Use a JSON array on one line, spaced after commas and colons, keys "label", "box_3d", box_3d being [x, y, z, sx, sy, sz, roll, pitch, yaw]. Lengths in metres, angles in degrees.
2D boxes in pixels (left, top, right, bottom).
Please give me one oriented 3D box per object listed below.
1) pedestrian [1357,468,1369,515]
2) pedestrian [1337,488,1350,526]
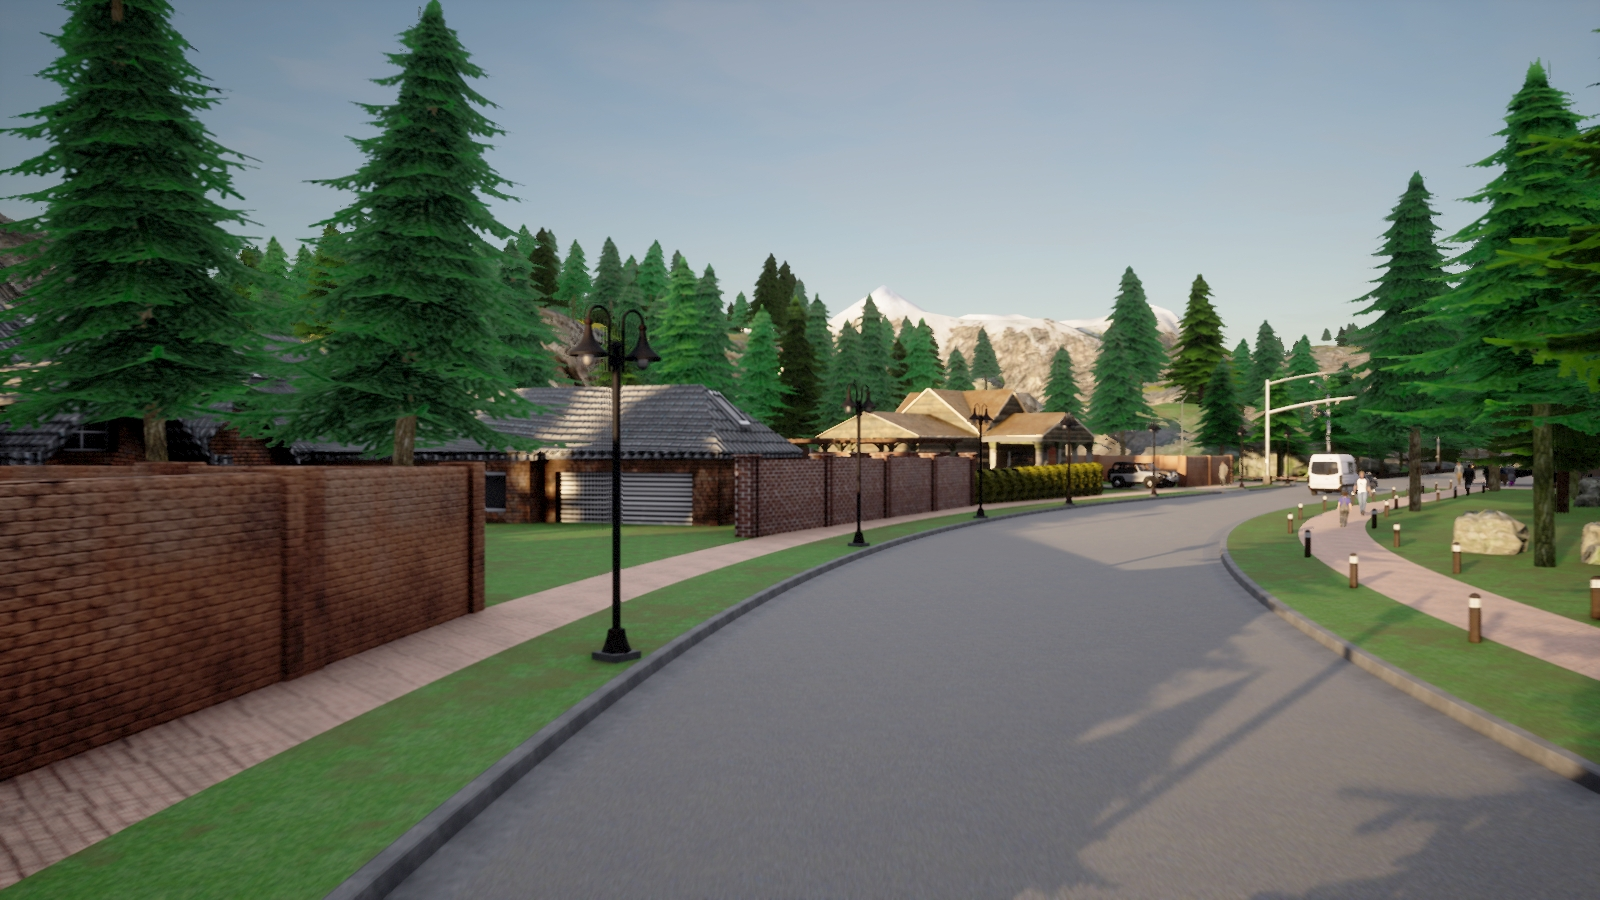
[{"label": "pedestrian", "box_3d": [22.483, 1.666, 45.633, 0.375, 1.860, 0.375, 0, 0, 31]}, {"label": "pedestrian", "box_3d": [18.646, 1.945, 39.173, 0.375, 1.300, 0.375, 0, 0, 31]}]
